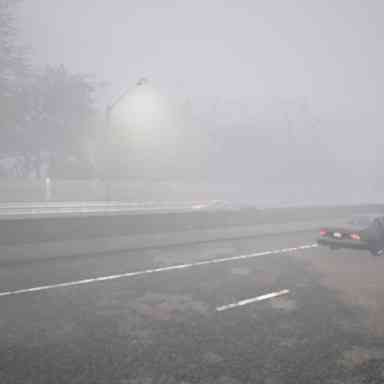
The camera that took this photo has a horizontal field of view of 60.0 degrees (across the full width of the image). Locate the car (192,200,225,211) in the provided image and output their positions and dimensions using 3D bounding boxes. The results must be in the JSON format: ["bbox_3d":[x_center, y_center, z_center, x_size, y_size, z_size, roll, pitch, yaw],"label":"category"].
[{"bbox_3d":[2.282,1.513,27.134,4.902,1.511,2.128,0,0,-36],"label":"car"}]

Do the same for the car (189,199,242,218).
[{"bbox_3d":[2.278,1.504,31.432,5.008,1.535,1.882,0,0,-36],"label":"car"}]

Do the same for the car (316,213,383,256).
[{"bbox_3d":[7.154,1.556,13.158,5.357,1.411,2.033,0,0,-36],"label":"car"}]

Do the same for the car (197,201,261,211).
[{"bbox_3d":[3.315,1.566,23.569,5.357,1.411,2.033,0,0,-36],"label":"car"}]
